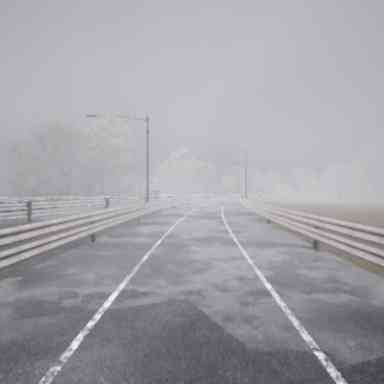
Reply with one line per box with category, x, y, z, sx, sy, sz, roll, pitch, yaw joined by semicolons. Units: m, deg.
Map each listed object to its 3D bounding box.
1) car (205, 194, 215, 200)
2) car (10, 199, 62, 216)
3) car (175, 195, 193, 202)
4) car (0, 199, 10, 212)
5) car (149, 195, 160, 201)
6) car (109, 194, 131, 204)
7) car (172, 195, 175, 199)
car;5.038;1.379;94.474;1.837;1.490;4.892;0;0;18
car;-12.927;1.304;28.475;1.994;1.385;4.181;0;0;13
car;-1.323;1.375;73.633;2.033;1.411;5.357;0;0;16
car;-16.406;1.305;28.951;1.994;1.385;4.181;0;0;13
car;-8.210;1.394;75.007;1.994;1.385;4.181;0;0;16
car;-11.054;1.141;51.271;2.097;1.767;4.553;0;0;14
car;-3.650;1.370;78.142;1.812;1.442;4.674;0;0;16
